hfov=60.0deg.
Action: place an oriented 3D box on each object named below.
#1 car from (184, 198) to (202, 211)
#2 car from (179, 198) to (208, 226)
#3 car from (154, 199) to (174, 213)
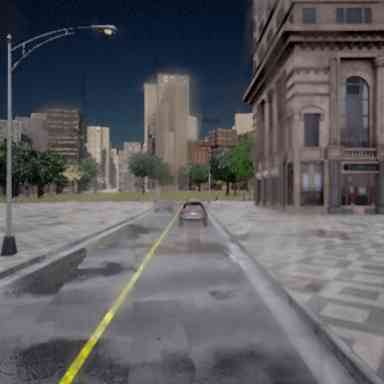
[{"bbox_3d":[0.076,1.524,41.983,2.128,1.511,4.902,0,0,0],"label":"car"},{"bbox_3d":[0.087,1.461,23.792,2.033,1.649,4.856,0,0,0],"label":"car"},{"bbox_3d":[-3.101,1.539,37.122,1.837,1.490,4.892,0,0,0],"label":"car"}]
